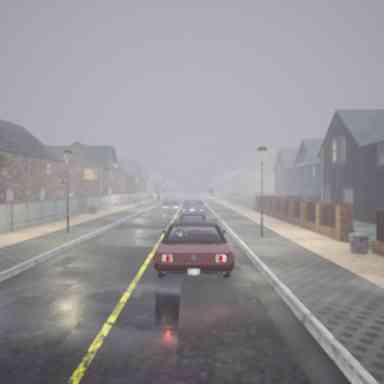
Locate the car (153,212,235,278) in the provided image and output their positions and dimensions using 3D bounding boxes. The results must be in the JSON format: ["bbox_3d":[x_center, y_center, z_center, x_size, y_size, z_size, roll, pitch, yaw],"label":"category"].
[{"bbox_3d":[0.063,1.495,9.718,1.895,1.301,4.718,0,1,0],"label":"car"}]

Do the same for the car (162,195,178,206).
[{"bbox_3d":[-2.832,1.096,44.270,1.812,1.442,4.674,0,0,0],"label":"car"}]

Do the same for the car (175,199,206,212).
[{"bbox_3d":[0.069,1.279,25.504,2.033,1.411,5.357,0,1,0],"label":"car"}]
